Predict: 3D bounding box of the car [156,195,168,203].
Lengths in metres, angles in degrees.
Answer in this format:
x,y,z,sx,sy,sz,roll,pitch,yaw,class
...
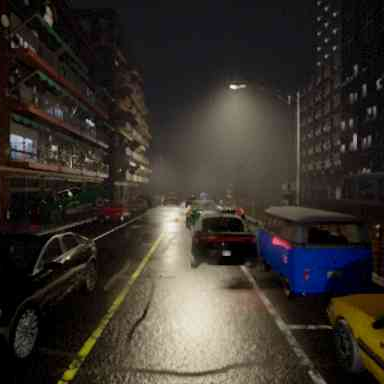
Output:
x,y,z,sx,sy,sz,roll,pitch,yaw,class
-5.702,1.357,63.368,1.947,1.339,4.313,0,0,0,car

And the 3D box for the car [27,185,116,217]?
x,y,z,sx,sy,sz,roll,pitch,yaw,class
-8.742,0.576,23.561,2.150,2.045,5.566,4,21,46,car

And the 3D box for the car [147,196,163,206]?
x,y,z,sx,sy,sz,roll,pitch,yaw,class
-5.701,1.372,52.315,2.008,1.369,4.403,0,0,0,car

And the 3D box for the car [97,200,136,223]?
x,y,z,sx,sy,sz,roll,pitch,yaw,class
-5.698,1.453,24.682,1.887,1.381,4.507,0,0,0,car

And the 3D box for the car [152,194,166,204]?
x,y,z,sx,sy,sz,roll,pitch,yaw,class
-5.702,1.246,57.840,1.967,1.590,4.097,0,0,0,car

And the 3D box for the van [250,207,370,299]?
x,y,z,sx,sy,sz,roll,pitch,yaw,class
2.684,1.309,8.101,1.690,1.788,3.998,0,0,0,van

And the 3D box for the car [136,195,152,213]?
x,y,z,sx,sy,sz,roll,pitch,yaw,class
-5.699,1.397,35.565,1.752,1.417,4.829,0,0,0,car

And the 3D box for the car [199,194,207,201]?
x,y,z,sx,sy,sz,roll,pitch,yaw,class
2.676,1.278,80.118,1.752,1.417,4.829,0,0,0,car

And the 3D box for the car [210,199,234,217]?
x,y,z,sx,sy,sz,roll,pitch,yaw,class
2.682,1.415,30.379,1.752,1.417,4.829,0,0,0,car

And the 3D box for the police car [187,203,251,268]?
x,y,z,sx,sy,sz,roll,pitch,yaw,class
0.899,1.381,11.209,1.930,1.638,5.238,0,0,0,police car

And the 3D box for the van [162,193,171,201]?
x,y,z,sx,sy,sz,roll,pitch,yaw,class
-5.705,1.106,74.421,1.690,1.788,3.998,0,0,0,van

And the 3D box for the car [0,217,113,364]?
x,y,z,sx,sy,sz,roll,pitch,yaw,class
-3.101,1.467,5.902,2.128,1.511,4.902,0,0,0,car

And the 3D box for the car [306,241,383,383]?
x,y,z,sx,sy,sz,roll,pitch,yaw,class
2.685,1.514,2.746,1.752,1.417,4.829,0,0,0,car

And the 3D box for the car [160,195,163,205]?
x,y,z,sx,sy,sz,roll,pitch,yaw,class
-5.700,1.388,46.788,2.008,1.369,4.403,0,0,0,car

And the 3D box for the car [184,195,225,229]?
x,y,z,sx,sy,sz,roll,pitch,yaw,class
0.759,1.272,21.112,2.097,1.767,4.553,0,0,3,car

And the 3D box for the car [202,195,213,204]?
x,y,z,sx,sy,sz,roll,pitch,yaw,class
2.679,1.331,58.011,1.752,1.417,4.829,0,0,0,car

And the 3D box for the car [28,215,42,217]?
x,y,z,sx,sy,sz,roll,pitch,yaw,class
-5.695,1.512,8.101,1.887,1.381,4.507,0,0,0,car

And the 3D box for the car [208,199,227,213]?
x,y,z,sx,sy,sz,roll,pitch,yaw,class
2.681,1.454,35.736,1.802,1.307,4.206,0,0,0,car

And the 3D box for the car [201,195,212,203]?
x,y,z,sx,sy,sz,roll,pitch,yaw,class
2.678,1.357,63.369,1.947,1.339,4.313,0,0,0,car

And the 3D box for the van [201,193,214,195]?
x,y,z,sx,sy,sz,roll,pitch,yaw,class
2.678,1.162,52.315,1.690,1.788,3.998,0,0,0,van

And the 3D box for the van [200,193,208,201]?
x,y,z,sx,sy,sz,roll,pitch,yaw,class
2.675,1.106,74.422,1.690,1.788,3.998,0,0,0,van

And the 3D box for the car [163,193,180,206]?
x,y,z,sx,sy,sz,roll,pitch,yaw,class
-3.005,1.156,49.963,2.150,2.045,5.566,0,0,0,car

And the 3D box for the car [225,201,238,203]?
x,y,z,sx,sy,sz,roll,pitch,yaw,class
2.682,1.348,24.681,1.967,1.590,4.097,0,0,0,car

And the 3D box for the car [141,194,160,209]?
x,y,z,sx,sy,sz,roll,pitch,yaw,class
-5.701,1.169,41.260,2.192,1.841,5.009,0,0,0,car

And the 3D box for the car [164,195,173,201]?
x,y,z,sx,sy,sz,roll,pitch,yaw,class
-5.704,1.335,79.947,1.802,1.307,4.206,0,0,0,car

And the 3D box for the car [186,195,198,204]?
x,y,z,sx,sy,sz,roll,pitch,yaw,class
-0.004,1.290,60.746,2.128,1.511,4.902,0,0,0,car

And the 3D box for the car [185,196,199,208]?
x,y,z,sx,sy,sz,roll,pitch,yaw,class
0.006,1.341,46.751,1.837,1.490,4.892,0,0,0,car

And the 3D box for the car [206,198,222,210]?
x,y,z,sx,sy,sz,roll,pitch,yaw,class
2.680,1.436,41.262,1.802,1.307,4.206,0,0,0,car

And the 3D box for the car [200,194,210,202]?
x,y,z,sx,sy,sz,roll,pitch,yaw,class
2.677,1.218,68.895,1.967,1.590,4.097,0,0,0,car

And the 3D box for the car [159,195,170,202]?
x,y,z,sx,sy,sz,roll,pitch,yaw,class
-5.703,1.323,68.894,1.887,1.381,4.507,0,0,0,car
